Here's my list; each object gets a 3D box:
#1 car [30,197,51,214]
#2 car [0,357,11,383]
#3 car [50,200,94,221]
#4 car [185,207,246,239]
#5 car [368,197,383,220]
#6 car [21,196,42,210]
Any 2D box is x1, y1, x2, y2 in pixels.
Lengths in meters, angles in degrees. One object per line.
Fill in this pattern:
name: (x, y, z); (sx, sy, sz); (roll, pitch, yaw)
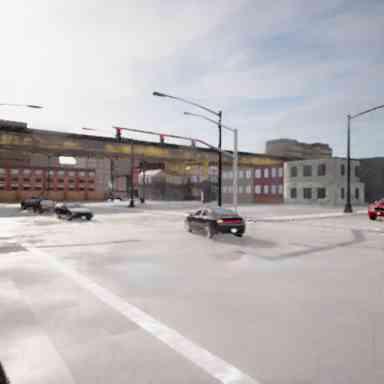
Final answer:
car: (-15.823, 1.602, 36.117); (1.812, 1.442, 4.674); (1, 0, -36)
car: (-3.102, 1.550, 1.581); (4.181, 1.385, 1.994); (1, 0, -37)
car: (-10.067, 1.625, 28.281); (2.033, 1.411, 5.357); (1, 0, -36)
car: (1.106, 1.583, 18.031); (1.837, 1.490, 4.892); (1, -1, -21)
car: (17.203, 1.356, 28.253); (5.566, 2.045, 2.150); (0, 0, -36)
car: (-21.562, 1.623, 44.222); (2.033, 1.411, 5.357); (1, 0, -32)
